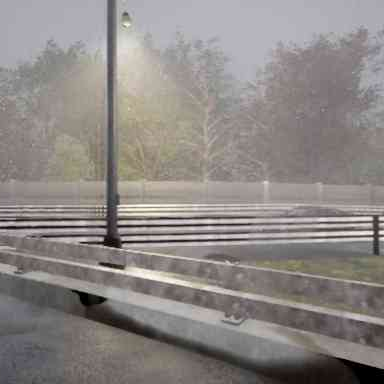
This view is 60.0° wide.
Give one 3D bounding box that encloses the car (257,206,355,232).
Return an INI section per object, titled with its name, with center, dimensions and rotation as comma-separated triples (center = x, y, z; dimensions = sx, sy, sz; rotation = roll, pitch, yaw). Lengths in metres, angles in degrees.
[car]
center = 5.635, 1.493, 16.525
dimensions = 4.892, 1.490, 1.837
rotation = -2, 1, -10
